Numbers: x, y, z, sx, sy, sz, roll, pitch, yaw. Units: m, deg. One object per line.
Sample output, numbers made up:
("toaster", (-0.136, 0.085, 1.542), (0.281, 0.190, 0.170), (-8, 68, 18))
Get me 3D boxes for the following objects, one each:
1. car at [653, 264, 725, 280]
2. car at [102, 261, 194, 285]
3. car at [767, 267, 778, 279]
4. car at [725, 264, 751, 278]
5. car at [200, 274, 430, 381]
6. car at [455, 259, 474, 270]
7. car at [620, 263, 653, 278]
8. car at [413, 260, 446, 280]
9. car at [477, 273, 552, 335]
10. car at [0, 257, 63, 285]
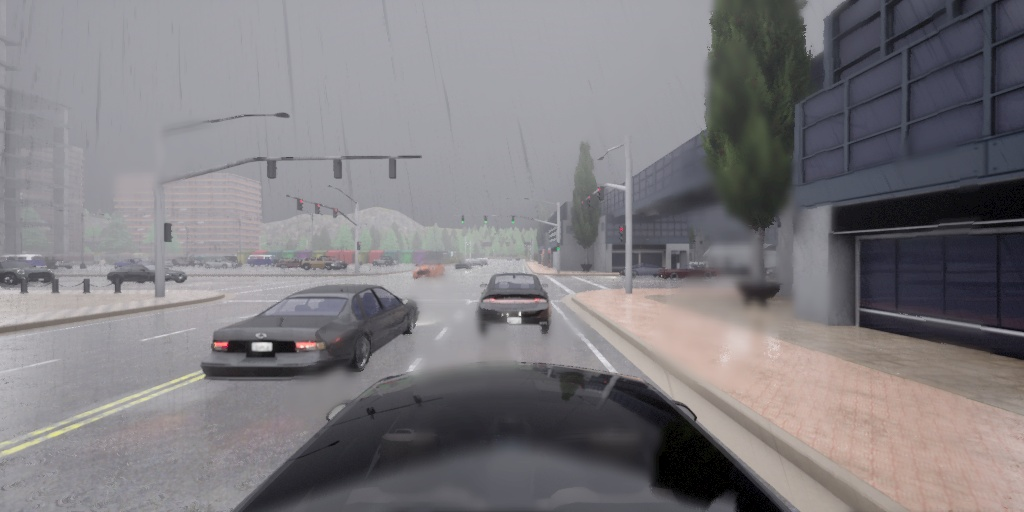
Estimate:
("car", (14.764, 1.359, 30.086), (4.718, 1.301, 1.895), (0, 0, 0))
("car", (-26.031, 1.282, 25.618), (4.674, 1.442, 1.812), (0, 0, 0))
("car", (24.094, 1.249, 30.048), (4.902, 1.511, 2.128), (0, 0, 0))
("car", (21.037, 1.360, 33.562), (4.718, 1.301, 1.895), (0, 0, 0))
("car", (-3.437, 1.299, 7.465), (2.033, 1.411, 5.357), (0, 0, 0))
("car", (-7.132, 1.365, 52.415), (1.895, 1.301, 4.718), (0, 0, 1))
("car", (12.276, 1.323, 33.595), (4.181, 1.385, 1.994), (0, 0, 0))
("car", (-7.154, 1.109, 31.455), (2.097, 1.767, 4.553), (0, 0, 0))
("car", (0.068, 1.245, 10.552), (2.128, 1.511, 4.902), (0, 0, 0))
("car", (-35.852, 1.109, 25.591), (4.553, 1.767, 2.097), (0, 0, 0))
